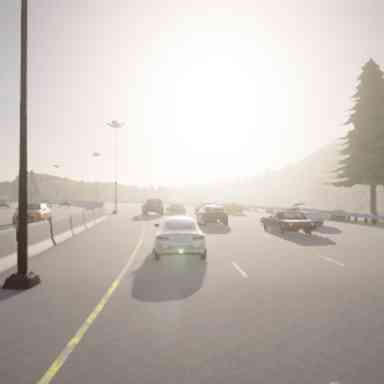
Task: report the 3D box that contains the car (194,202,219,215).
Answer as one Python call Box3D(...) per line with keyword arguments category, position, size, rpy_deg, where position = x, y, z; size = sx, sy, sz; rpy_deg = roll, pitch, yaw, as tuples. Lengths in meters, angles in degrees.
Box3D(category="car", position=(1.776, 2.034, 42.524), size=(1.837, 1.490, 4.892), rpy_deg=(1, 0, -14))

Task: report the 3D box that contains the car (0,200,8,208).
Box3D(category="car", position=(-34.155, 2.198, 60.512), size=(1.837, 1.490, 4.892), rpy_deg=(0, -1, -24))

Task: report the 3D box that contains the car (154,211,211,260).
Box3D(category="car", position=(-0.511, 1.689, 13.107), size=(1.812, 1.442, 4.674), rpy_deg=(0, 0, -4))

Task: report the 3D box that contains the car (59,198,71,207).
Box3D(category="car", position=(-25.693, 2.166, 67.222), size=(2.097, 1.767, 4.553), rpy_deg=(0, -1, -24))

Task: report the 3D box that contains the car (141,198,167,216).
Box3D(category="car", position=(-4.807, 1.724, 40.179), size=(2.150, 2.045, 5.566), rpy_deg=(0, -1, -14))

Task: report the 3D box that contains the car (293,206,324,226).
Box3D(category="car", position=(8.598, 1.849, 26.149), size=(1.812, 1.442, 4.674), rpy_deg=(0, -1, -8))

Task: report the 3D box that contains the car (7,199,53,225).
Box3D(category="car", position=(-13.111, 1.698, 27.488), size=(2.097, 1.767, 4.553), rpy_deg=(0, -1, -10))

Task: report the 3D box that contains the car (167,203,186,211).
Box3D(category="car", position=(-2.197, 2.109, 43.853), size=(1.994, 1.385, 4.181), rpy_deg=(0, -1, -15))

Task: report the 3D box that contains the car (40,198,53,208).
Box3D(category="car", position=(-27.546, 2.107, 62.899), size=(2.097, 1.767, 4.553), rpy_deg=(0, -1, -24))

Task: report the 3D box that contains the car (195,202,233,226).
Box3D(category="car", position=(1.510, 1.832, 26.321), size=(1.837, 1.490, 4.892), rpy_deg=(1, -1, -9))

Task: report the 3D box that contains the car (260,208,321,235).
Box3D(category="car", position=(5.811, 1.858, 20.743), size=(1.895, 1.301, 4.718), rpy_deg=(0, -1, -7))

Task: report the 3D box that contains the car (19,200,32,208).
Box3D(category="car", position=(-31.186, 2.239, 62.427), size=(2.033, 1.411, 5.357), rpy_deg=(0, -1, -24))

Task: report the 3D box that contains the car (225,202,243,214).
Box3D(category="car", position=(5.038, 2.021, 43.822), size=(1.882, 1.535, 5.008), rpy_deg=(0, -1, -14))
